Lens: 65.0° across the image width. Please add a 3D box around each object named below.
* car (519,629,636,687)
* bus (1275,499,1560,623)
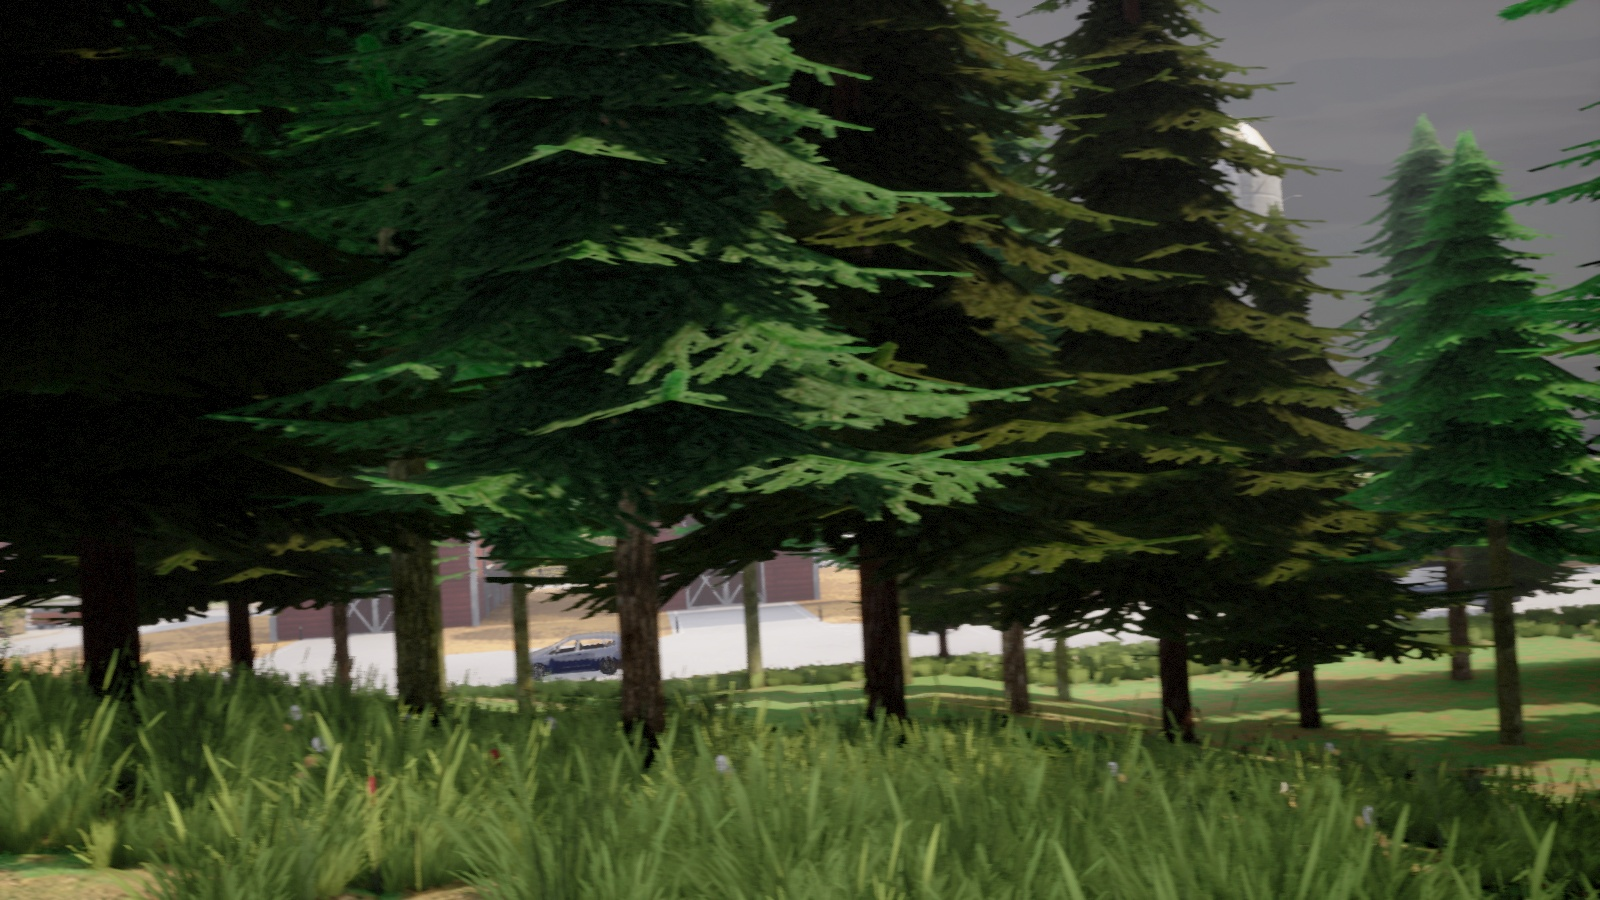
[{"bbox_3d":[-9.255,8.658,52.470,4.611,1.667,2.242,-4,-1,-8],"label":"car"},{"bbox_3d":[26.461,4.639,54.112,10.273,4.253,3.944,-4,-1,-8],"label":"bus"}]
